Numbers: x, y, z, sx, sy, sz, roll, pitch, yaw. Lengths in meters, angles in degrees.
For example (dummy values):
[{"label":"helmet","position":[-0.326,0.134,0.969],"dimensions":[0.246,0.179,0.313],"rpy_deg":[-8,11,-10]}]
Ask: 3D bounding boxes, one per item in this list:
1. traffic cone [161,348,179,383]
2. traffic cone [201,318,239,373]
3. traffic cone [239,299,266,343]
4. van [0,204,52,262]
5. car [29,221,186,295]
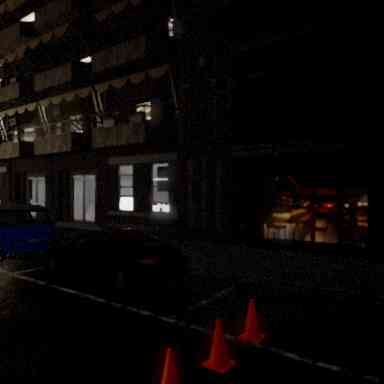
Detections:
[{"label":"traffic cone","position":[-0.234,1.951,3.526],"dimensions":[0.340,0.580,0.340],"rpy_deg":[0,0,36]},{"label":"traffic cone","position":[0.348,1.952,4.340],"dimensions":[0.340,0.580,0.340],"rpy_deg":[0,0,36]},{"label":"traffic cone","position":[0.929,1.952,5.154],"dimensions":[0.340,0.580,0.340],"rpy_deg":[0,0,36]},{"label":"van","position":[-6.587,1.316,11.710],"dimensions":[3.998,1.788,1.690],"rpy_deg":[0,0,36]},{"label":"car","position":[-2.087,1.569,8.494],"dimensions":[4.206,1.307,1.802],"rpy_deg":[0,0,36]}]
